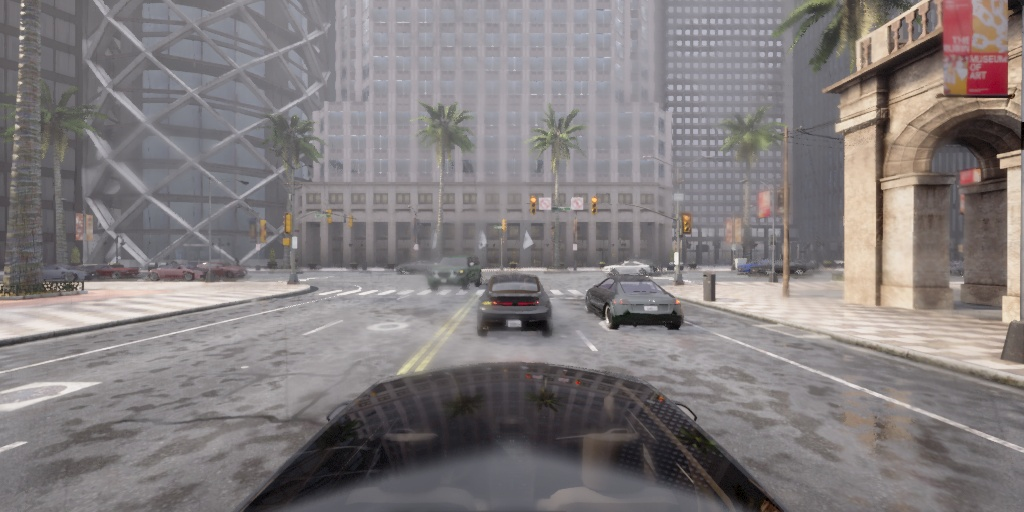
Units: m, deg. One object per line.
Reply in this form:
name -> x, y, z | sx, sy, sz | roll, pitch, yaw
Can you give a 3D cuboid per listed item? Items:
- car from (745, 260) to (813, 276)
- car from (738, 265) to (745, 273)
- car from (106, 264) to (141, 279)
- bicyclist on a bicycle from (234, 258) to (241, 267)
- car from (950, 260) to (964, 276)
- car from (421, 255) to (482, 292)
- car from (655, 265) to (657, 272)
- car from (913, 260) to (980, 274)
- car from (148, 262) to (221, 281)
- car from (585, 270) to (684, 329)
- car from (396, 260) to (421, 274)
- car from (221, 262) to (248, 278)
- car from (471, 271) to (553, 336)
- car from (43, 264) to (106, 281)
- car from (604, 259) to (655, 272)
car -> 27.327, 1.228, 36.820 | 5.008, 1.535, 1.882 | 0, 0, 0
car -> 28.124, 1.228, 40.318 | 5.008, 1.535, 1.882 | 0, 0, 0
car -> -35.922, 1.351, 31.326 | 4.718, 1.301, 1.895 | 0, 0, -19
bicyclist on a bicycle -> -35.756, 1.050, 46.654 | 0.582, 1.620, 1.656 | 0, 0, -12
car -> 45.991, 1.314, 36.744 | 4.181, 1.385, 1.994 | 0, 0, 0
car -> -3.320, 0.971, 21.880 | 2.150, 2.045, 5.566 | -1, 0, 7
car -> 13.757, 1.101, 40.359 | 4.553, 1.767, 2.097 | 0, 0, 0
car -> 48.644, 1.242, 40.224 | 4.902, 1.511, 2.128 | 0, 0, 0
car -> -27.017, 1.314, 29.430 | 4.181, 1.385, 1.994 | 0, 0, -4
car -> 3.580, 1.314, 11.216 | 1.994, 1.385, 4.181 | 0, 0, 0
car -> -10.541, 1.241, 40.428 | 4.902, 1.511, 2.128 | 0, 0, 0
car -> -26.958, 1.276, 32.928 | 4.674, 1.442, 1.812 | 0, 0, -4
car -> 0.076, 1.255, 10.349 | 1.837, 1.490, 4.892 | 0, 0, 0
car -> -35.241, 1.314, 27.821 | 4.181, 1.385, 1.994 | 0, 0, -22
car -> 11.797, 1.275, 36.864 | 4.674, 1.442, 1.812 | 0, 0, 0
